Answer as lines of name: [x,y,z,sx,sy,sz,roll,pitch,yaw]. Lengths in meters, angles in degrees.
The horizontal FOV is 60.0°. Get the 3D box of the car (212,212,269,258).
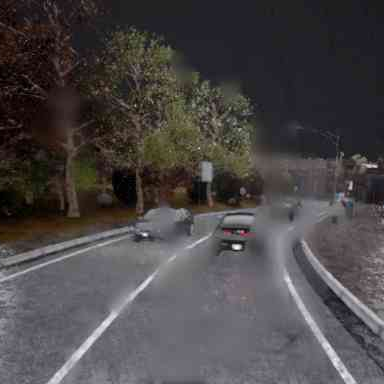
car: [1.999,1.555,13.155,1.837,1.490,4.892,1,0,13]

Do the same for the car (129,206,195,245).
car: [-1.208,1.449,15.407,1.837,1.490,4.892,1,0,15]

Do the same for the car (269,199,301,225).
car: [8.267,1.702,29.222,1.882,1.535,5.008,3,1,26]
